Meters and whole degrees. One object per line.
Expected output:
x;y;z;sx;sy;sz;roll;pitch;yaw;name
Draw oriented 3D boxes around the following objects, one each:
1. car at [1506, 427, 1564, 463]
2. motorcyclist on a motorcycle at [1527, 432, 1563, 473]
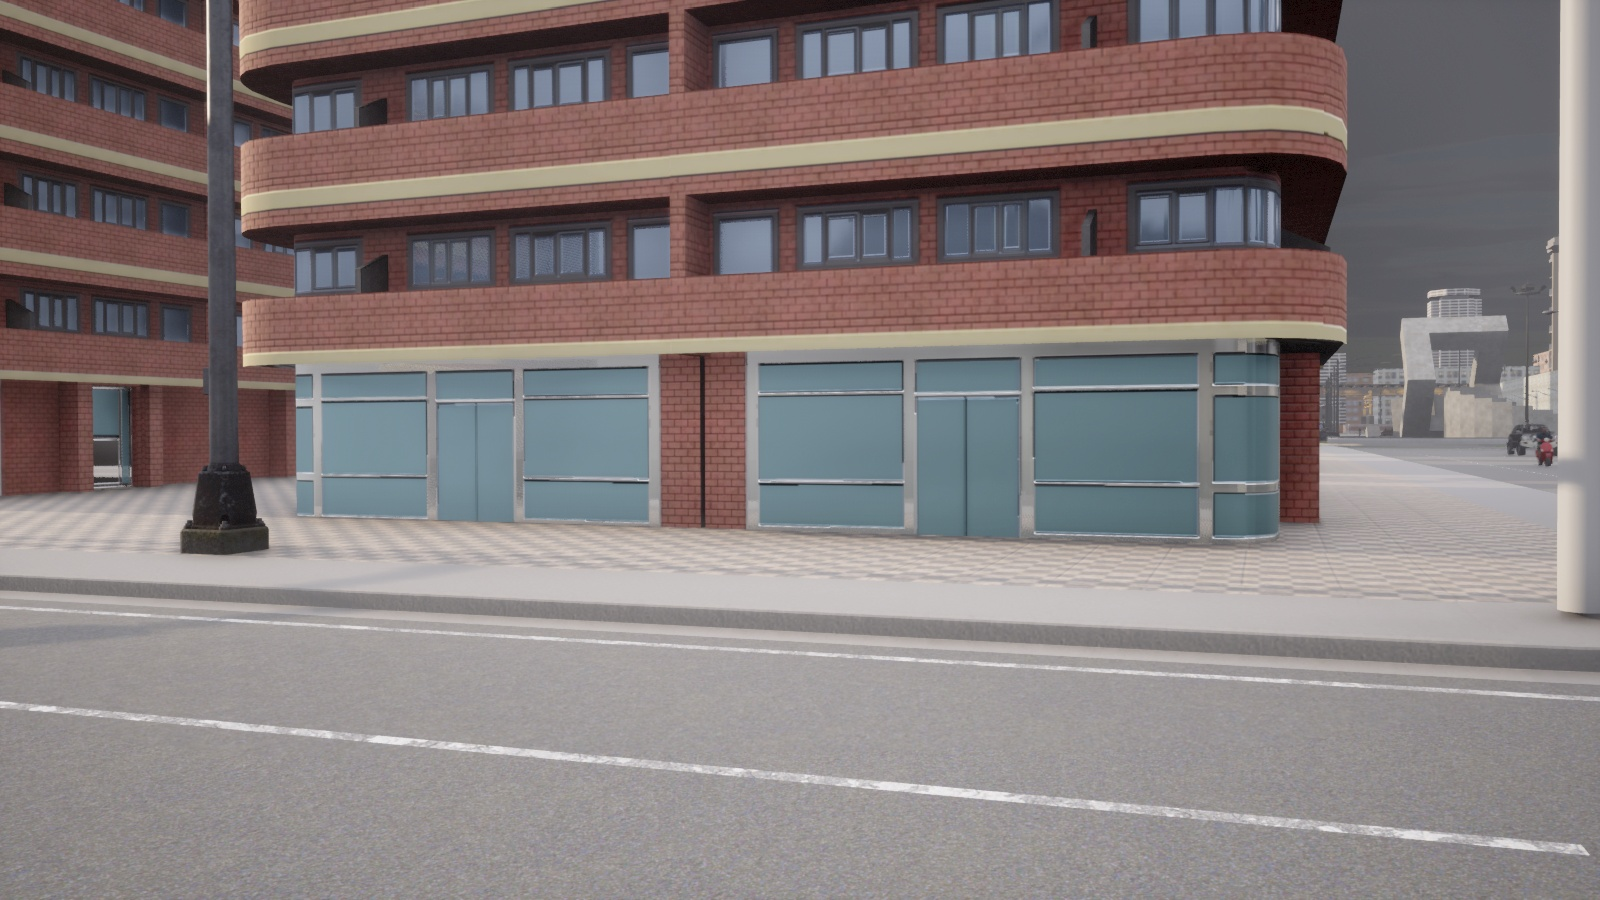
40.099;-0.305;68.638;1.932;1.855;4.605;1;1;20;car
29.515;0.094;49.778;0.866;1.590;1.817;1;1;20;motorcyclist on a motorcycle
